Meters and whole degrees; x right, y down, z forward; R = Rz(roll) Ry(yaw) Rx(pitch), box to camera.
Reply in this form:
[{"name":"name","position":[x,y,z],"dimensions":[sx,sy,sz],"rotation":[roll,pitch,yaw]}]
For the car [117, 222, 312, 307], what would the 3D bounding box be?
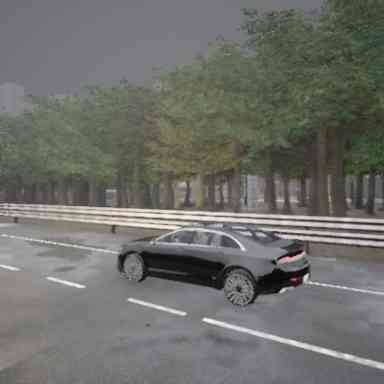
[{"name":"car","position":[0.282,1.492,8.014],"dimensions":[4.902,1.511,2.128],"rotation":[0,0,35]}]
